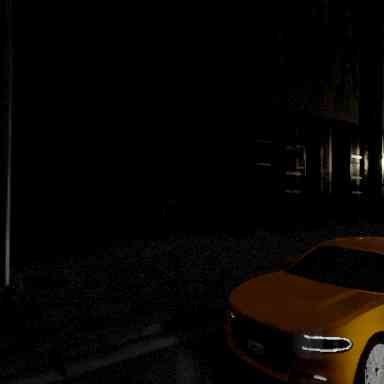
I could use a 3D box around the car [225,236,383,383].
[{"bbox_3d":[2.755,1.489,5.233,5.008,1.535,1.882,0,0,-36],"label":"car"}]
